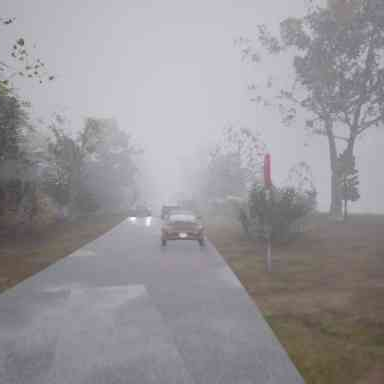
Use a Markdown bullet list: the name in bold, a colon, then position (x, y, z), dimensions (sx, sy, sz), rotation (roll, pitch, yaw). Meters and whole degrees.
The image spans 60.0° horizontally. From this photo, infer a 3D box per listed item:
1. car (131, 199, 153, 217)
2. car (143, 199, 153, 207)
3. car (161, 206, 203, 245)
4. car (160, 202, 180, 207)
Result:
- **car**: position (-5.313, 1.651, 35.345), dimensions (2.097, 1.767, 4.553), rotation (1, -1, -7)
- **car**: position (-10.036, 2.550, 76.450), dimensions (2.097, 1.767, 4.553), rotation (0, -2, -7)
- **car**: position (-0.505, 1.606, 15.884), dimensions (1.812, 1.442, 4.674), rotation (0, 0, -4)
- **car**: position (-2.190, 1.768, 33.920), dimensions (1.882, 1.535, 5.008), rotation (0, -1, -6)
